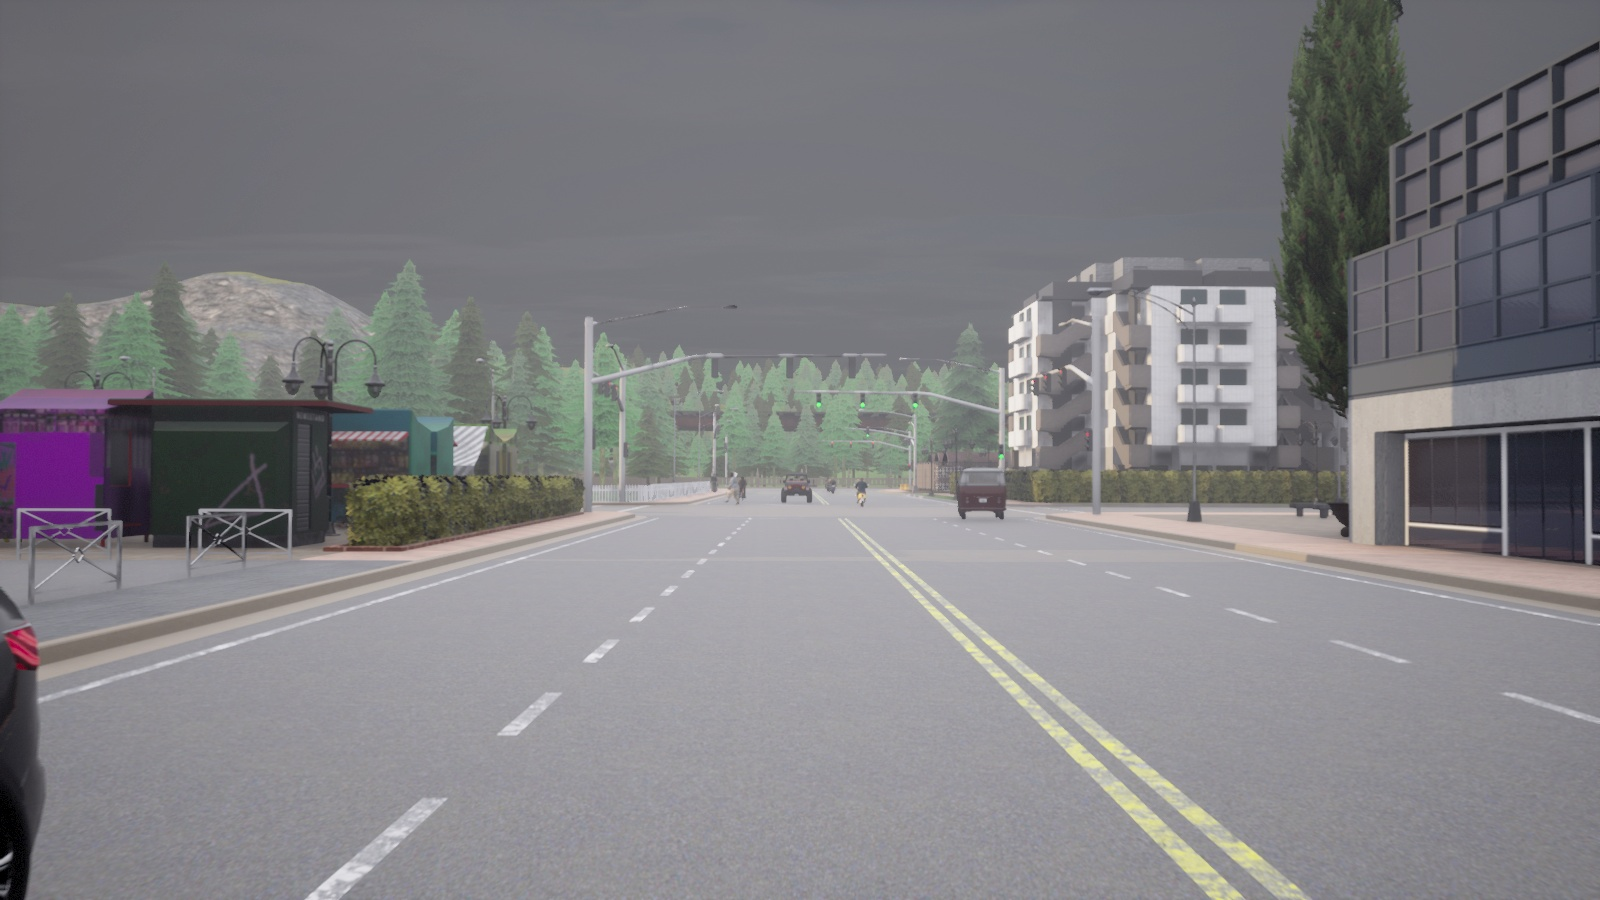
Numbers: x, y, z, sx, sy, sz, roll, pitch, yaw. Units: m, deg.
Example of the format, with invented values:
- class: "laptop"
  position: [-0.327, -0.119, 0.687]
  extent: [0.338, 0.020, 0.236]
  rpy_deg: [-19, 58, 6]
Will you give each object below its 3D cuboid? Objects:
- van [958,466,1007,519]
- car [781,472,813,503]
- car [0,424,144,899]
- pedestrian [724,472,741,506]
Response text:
- class: "van"
  position: [7.151, 1.634, 49.502]
  extent: [1.775, 1.987, 4.442]
  rpy_deg: [-1, -1, 6]
- class: "car"
  position: [-0.188, 2.344, 78.519]
  extent: [1.905, 1.878, 3.866]
  rpy_deg: [0, -1, 0]
- class: "car"
  position: [-3.506, 0.730, 2.262]
  extent: [2.242, 1.667, 4.611]
  rpy_deg: [0, -1, 0]
- class: "pedestrian"
  position: [-3.795, 2.192, 70.823]
  extent: [0.900, 1.855, 0.874]
  rpy_deg: [0, -1, 1]
